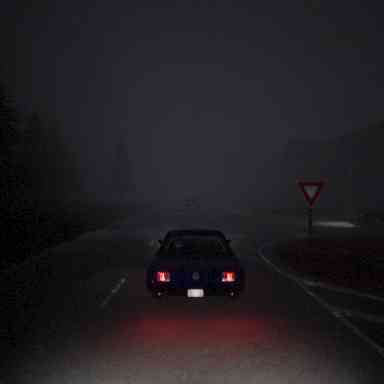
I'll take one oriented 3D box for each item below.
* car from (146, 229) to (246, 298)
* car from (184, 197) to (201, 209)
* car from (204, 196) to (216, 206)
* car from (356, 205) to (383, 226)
[{"bbox_3d":[0.075,1.593,8.411,1.895,1.301,4.718,0,0,0],"label":"car"},{"bbox_3d":[0.061,1.462,44.008,1.837,1.490,4.892,0,0,0],"label":"car"},{"bbox_3d":[2.923,1.401,55.275,1.816,1.474,4.193,-6,0,-2],"label":"car"},{"bbox_3d":[13.193,1.406,21.297,4.892,1.490,1.837,0,0,16],"label":"car"}]
